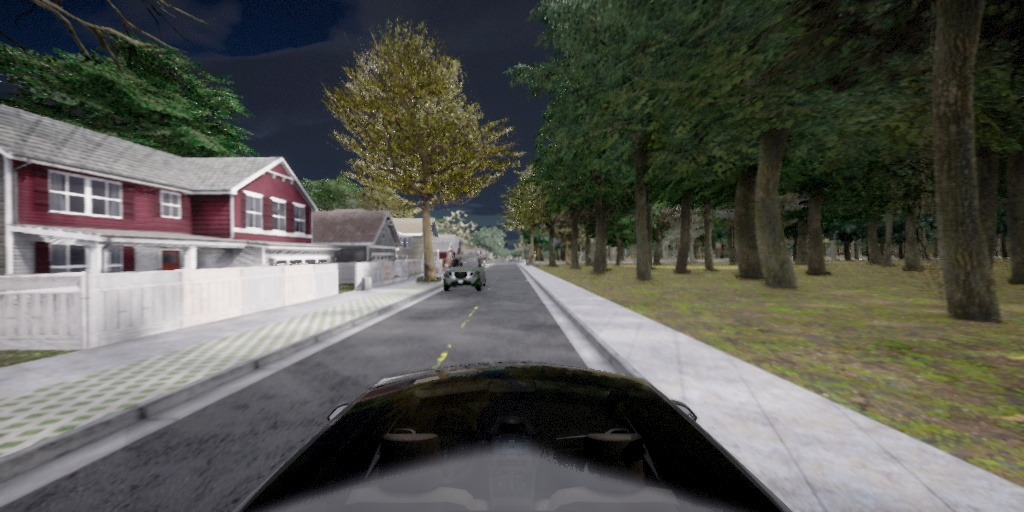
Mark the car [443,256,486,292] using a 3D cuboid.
[{"bbox_3d":[-2.800,1.025,22.241,2.150,2.045,5.566,0,0,0],"label":"car"}]
